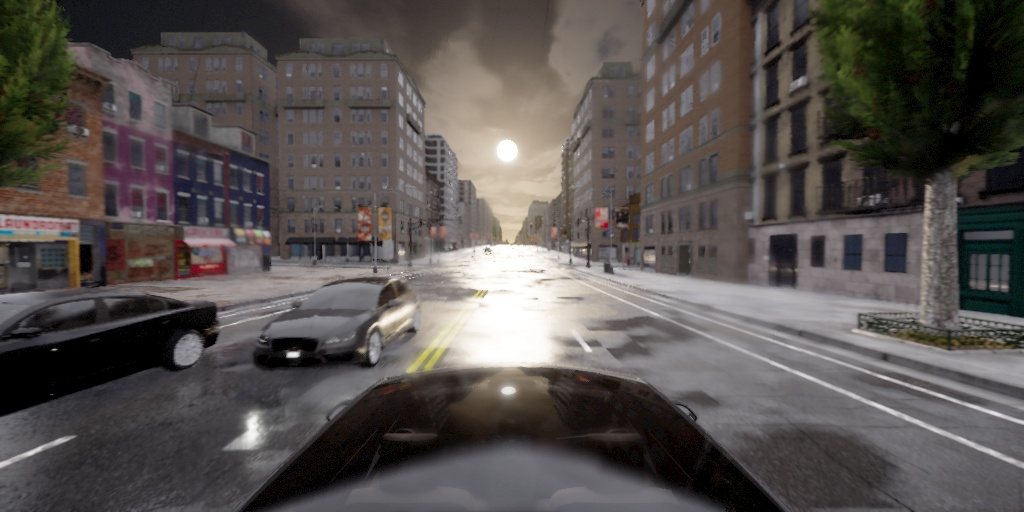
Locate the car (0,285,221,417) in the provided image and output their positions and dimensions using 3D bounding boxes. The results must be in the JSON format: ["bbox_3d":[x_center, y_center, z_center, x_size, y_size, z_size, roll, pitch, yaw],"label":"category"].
[{"bbox_3d":[-6.603,1.229,4.851,1.882,1.535,5.008,0,0,0],"label":"car"}]

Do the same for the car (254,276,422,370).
[{"bbox_3d":[-3.351,1.253,7.915,1.837,1.490,4.892,0,0,0],"label":"car"}]
